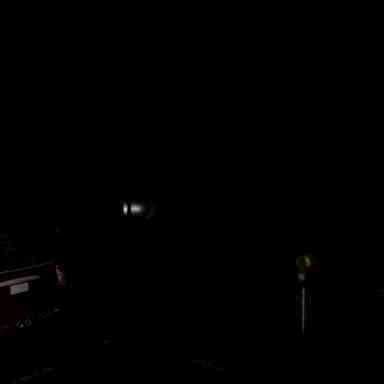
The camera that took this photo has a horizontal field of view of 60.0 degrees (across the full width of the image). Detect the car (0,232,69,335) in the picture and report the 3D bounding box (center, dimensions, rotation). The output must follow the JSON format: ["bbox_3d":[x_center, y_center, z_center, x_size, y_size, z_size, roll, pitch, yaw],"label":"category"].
[{"bbox_3d":[-4.109,1.440,6.012,4.097,1.590,1.967,0,0,36],"label":"car"}]
